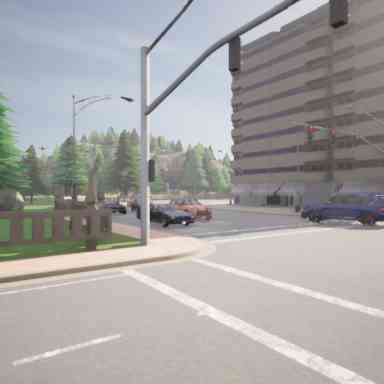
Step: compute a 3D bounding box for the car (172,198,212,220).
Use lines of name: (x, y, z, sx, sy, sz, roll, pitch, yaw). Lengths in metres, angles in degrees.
car: (-0.325, 1.296, 26.494, 2.097, 1.767, 4.553, 0, 0, -32)

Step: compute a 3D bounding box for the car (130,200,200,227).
car: (-1.971, 1.492, 22.490, 2.033, 1.411, 5.357, 0, 0, -34)

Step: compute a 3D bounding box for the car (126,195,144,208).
car: (-8.109, 1.296, 47.862, 2.097, 1.767, 4.553, 0, 0, -3)

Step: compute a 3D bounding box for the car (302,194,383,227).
car: (10.522, 1.169, 22.920, 5.566, 2.045, 2.150, 0, 2, 34)

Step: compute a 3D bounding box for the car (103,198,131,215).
car: (-7.691, 1.545, 32.318, 1.895, 1.301, 4.718, 0, 0, -25)

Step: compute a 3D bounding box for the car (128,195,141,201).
car: (-5.304, 1.422, 35.603, 1.882, 1.535, 5.008, 0, 0, -21)
